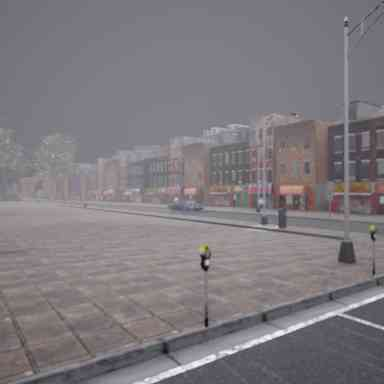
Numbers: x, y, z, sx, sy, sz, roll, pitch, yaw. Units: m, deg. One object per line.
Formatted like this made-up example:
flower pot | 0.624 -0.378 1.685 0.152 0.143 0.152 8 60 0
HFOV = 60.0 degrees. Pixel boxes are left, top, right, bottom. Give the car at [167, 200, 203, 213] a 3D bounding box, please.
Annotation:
car | -0.880 1.655 39.519 2.033 1.411 5.357 0 0 -35
